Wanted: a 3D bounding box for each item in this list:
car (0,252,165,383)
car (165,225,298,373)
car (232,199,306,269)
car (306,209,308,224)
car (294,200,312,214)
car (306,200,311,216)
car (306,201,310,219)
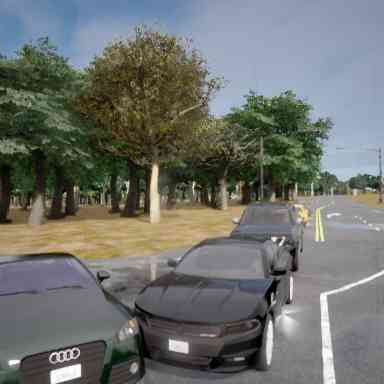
[{"bbox_3d":[-2.294,1.642,4.914,1.994,1.385,4.181,1,-2,-33],"label":"car"},{"bbox_3d":[0.754,1.613,6.206,1.882,1.535,5.008,-1,-2,21],"label":"car"},{"bbox_3d":[2.887,1.459,12.343,2.150,2.045,5.566,-2,0,21],"label":"car"},{"bbox_3d":[5.125,1.774,18.242,1.895,1.301,4.718,-1,0,21],"label":"car"},{"bbox_3d":[13.398,1.748,40.070,1.812,1.442,4.674,-1,0,21],"label":"car"},{"bbox_3d":[9.354,1.724,29.493,1.812,1.442,4.674,-1,0,21],"label":"car"},{"bbox_3d":[7.285,1.664,23.993,1.882,1.535,5.008,-1,0,21],"label":"car"}]
